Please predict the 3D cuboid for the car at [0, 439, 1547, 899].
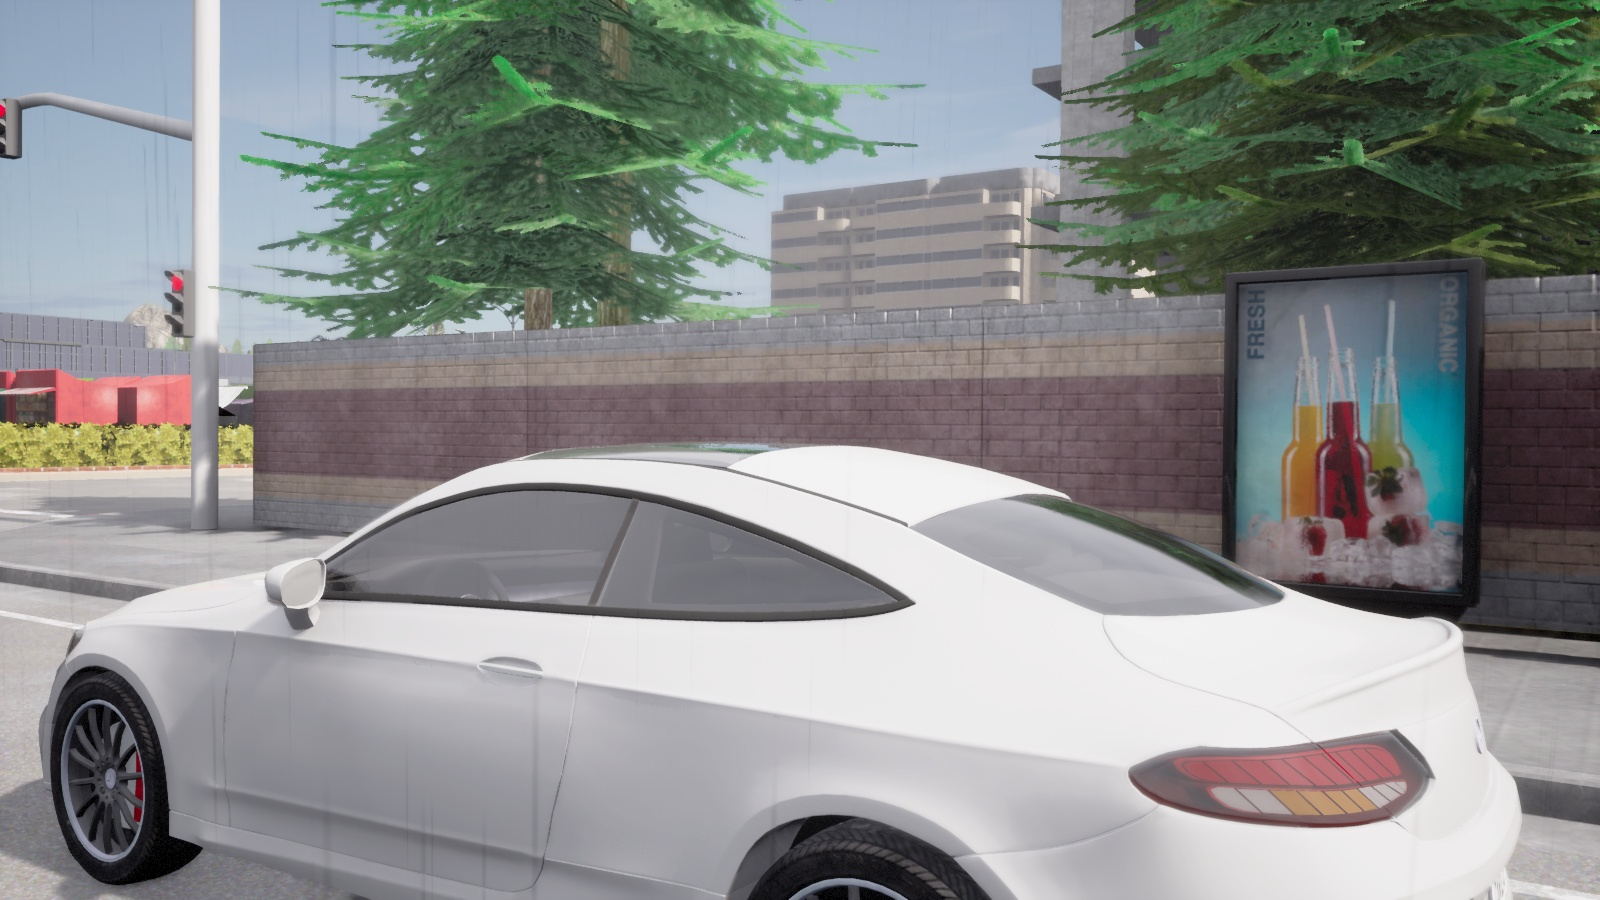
[{"bbox_3d":[-0.437,0.708,3.913,4.674,1.442,1.812,0,1,33],"label":"car"}]
